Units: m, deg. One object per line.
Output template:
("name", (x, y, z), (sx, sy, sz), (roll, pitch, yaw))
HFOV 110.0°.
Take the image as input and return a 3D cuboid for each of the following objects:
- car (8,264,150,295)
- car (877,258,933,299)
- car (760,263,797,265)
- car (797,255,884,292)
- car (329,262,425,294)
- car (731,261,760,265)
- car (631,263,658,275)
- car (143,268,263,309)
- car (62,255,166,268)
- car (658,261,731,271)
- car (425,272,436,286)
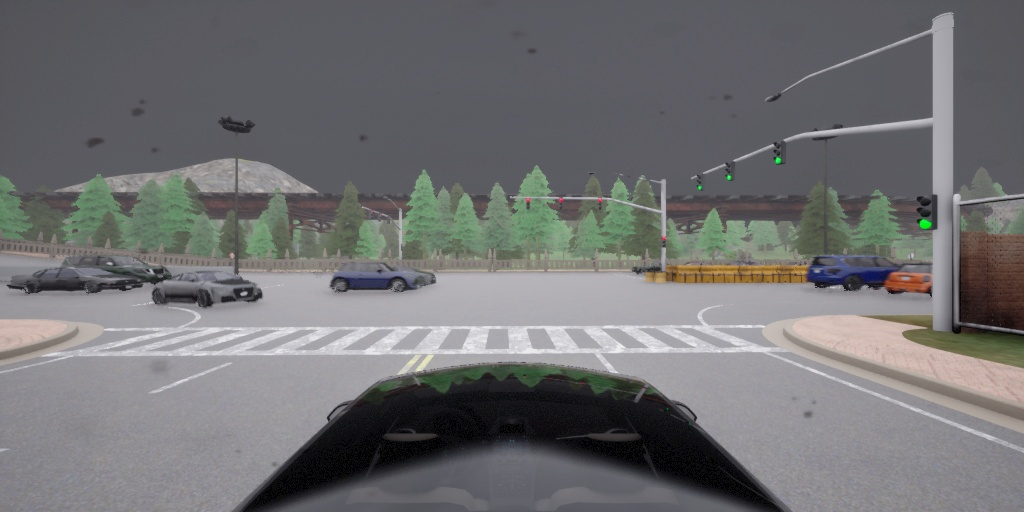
("car", (-23.412, 1.289, 19.338), (5.357, 1.411, 2.033), (0, 0, -2))
("car", (20.965, 1.101, 17.230), (4.553, 1.767, 2.097), (0, 0, -2))
("car", (24.863, 1.314, 31.559), (4.181, 1.385, 1.994), (0, 0, -2))
("car", (20.213, 0.973, 20.707), (5.566, 2.045, 2.150), (0, 0, -2))
("car", (-7.453, 1.102, 19.838), (4.553, 1.767, 2.097), (0, 0, -2))
("car", (24.540, 1.241, 38.552), (4.902, 1.511, 2.128), (0, 0, -2))
("car", (15.287, 1.351, 38.261), (4.718, 1.301, 1.895), (0, 0, -2))
("car", (-12.476, 1.315, 14.763), (4.181, 1.385, 1.994), (0, 0, 18))
("car", (-25.204, 0.965, 22.785), (5.566, 2.045, 2.150), (0, 0, -2))
("car", (15.873, 1.228, 31.276), (5.008, 1.535, 1.882), (0, 0, -2))
("car", (-7.107, 1.314, 23.351), (4.181, 1.385, 1.994), (0, 0, -2))
